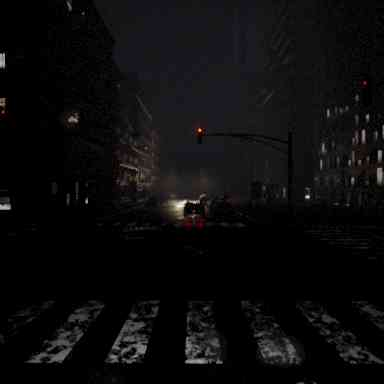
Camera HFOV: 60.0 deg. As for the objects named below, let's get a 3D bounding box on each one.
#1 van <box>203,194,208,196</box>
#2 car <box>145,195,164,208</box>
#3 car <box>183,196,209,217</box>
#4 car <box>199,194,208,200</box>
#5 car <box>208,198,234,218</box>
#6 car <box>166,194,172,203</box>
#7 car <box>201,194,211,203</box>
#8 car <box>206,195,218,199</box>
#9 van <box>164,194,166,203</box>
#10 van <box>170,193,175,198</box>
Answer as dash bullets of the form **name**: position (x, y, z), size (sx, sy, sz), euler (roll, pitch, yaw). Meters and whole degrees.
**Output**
- **van**: position (2.791, 1.293, 46.961), size (1.690, 1.788, 3.998), euler (-1, 0, 0)
- **car**: position (-5.554, 1.518, 46.955), size (1.947, 1.339, 4.313), euler (-1, 0, 0)
- **car**: position (0.197, 1.466, 31.268), size (2.128, 1.511, 4.902), euler (0, 0, 0)
- **car**: position (2.954, 1.310, 86.482), size (1.967, 1.590, 4.097), euler (-1, 0, 0)
- **car**: position (2.739, 1.520, 30.024), size (1.887, 1.381, 4.507), euler (-1, 0, 0)
- **car**: position (-5.500, 1.467, 63.892), size (1.887, 1.381, 4.507), euler (-1, 0, 0)
- **car**: position (2.870, 1.351, 69.544), size (1.967, 1.590, 4.097), euler (-1, 0, 0)
- **car**: position (2.756, 1.408, 35.669), size (1.967, 1.590, 4.097), euler (-1, 0, 0)
- **van**: position (-5.539, 1.284, 52.601), size (1.690, 1.788, 3.998), euler (-1, 0, 0)
- **van**: position (-5.467, 1.239, 75.186), size (1.690, 1.788, 3.998), euler (-1, 0, 0)
